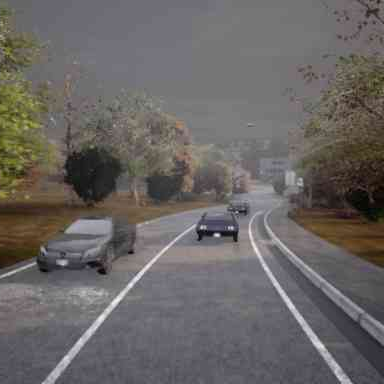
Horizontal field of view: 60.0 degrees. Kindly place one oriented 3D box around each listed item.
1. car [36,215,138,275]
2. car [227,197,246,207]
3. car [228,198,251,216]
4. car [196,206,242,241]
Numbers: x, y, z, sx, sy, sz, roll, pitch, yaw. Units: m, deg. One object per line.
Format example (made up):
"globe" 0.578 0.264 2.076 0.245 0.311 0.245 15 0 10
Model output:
"car" -2.995 1.480 10.544 1.812 1.442 4.674 0 0 5
"car" 7.022 1.544 52.250 1.895 1.301 4.718 2 0 20
"car" 4.803 1.601 33.436 1.895 1.301 4.718 1 0 15
"car" 1.391 1.586 16.699 1.895 1.301 4.718 1 0 8
